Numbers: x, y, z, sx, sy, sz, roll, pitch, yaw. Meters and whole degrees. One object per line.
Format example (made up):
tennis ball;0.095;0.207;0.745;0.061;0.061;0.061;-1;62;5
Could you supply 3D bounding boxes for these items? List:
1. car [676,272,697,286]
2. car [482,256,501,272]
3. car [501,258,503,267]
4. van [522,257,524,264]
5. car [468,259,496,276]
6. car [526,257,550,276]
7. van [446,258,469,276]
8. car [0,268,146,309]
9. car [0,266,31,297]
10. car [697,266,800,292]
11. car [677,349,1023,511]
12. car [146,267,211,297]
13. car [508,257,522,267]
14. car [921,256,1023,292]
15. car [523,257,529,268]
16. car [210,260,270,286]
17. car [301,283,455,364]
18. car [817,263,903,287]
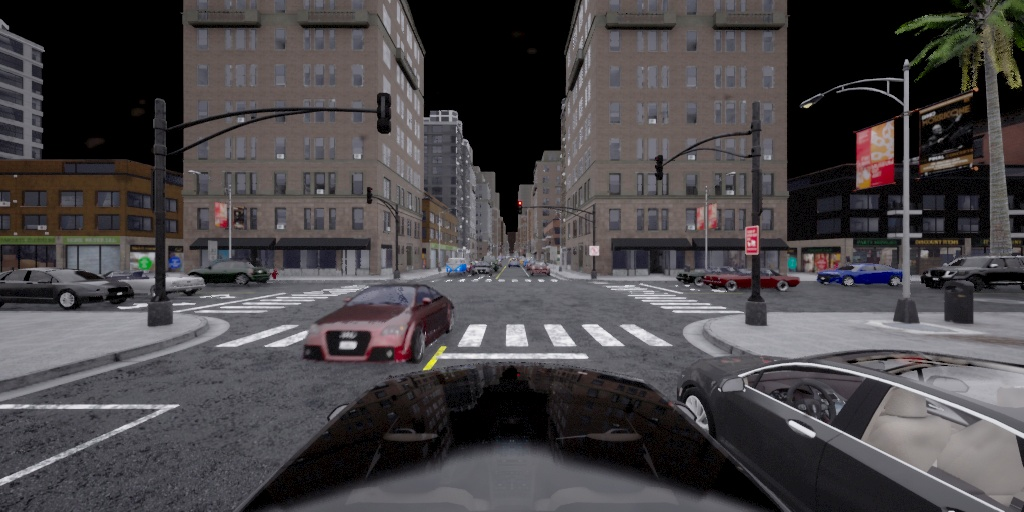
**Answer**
car;13.737;1.365;24.272;4.718;1.301;1.895;0;0;0
car;-2.900;0.975;45.927;2.150;2.045;5.566;0;0;0
car;-2.852;1.354;55.718;1.895;1.301;4.718;0;0;0
van;2.929;1.094;59.620;1.690;1.789;3.998;0;0;0
car;-2.948;1.316;36.619;1.994;1.385;4.181;0;0;0
car;2.822;1.192;36.943;1.967;1.591;4.097;0;0;0
van;-5.704;1.093;36.981;1.690;1.789;3.998;0;0;0
car;-17.937;1.232;14.161;4.892;1.490;1.837;0;0;0
car;-26.883;1.235;17.366;4.674;1.442;1.812;0;0;0
car;13.855;1.370;21.023;4.718;1.301;1.895;0;0;0
car;2.669;1.300;2.293;2.007;1.370;4.403;0;0;0
car;-17.896;1.324;17.410;4.718;1.301;1.895;0;0;0
car;0.374;1.317;63.942;1.994;1.385;4.181;0;0;1
car;27.672;1.011;21.091;5.566;2.045;2.150;0;0;0
car;2.876;1.193;48.281;1.967;1.591;4.097;0;0;0
car;-19.053;1.065;24.105;4.553;1.767;2.097;0;0;0
car;-2.622;1.315;8.010;1.994;1.385;4.181;0;0;4
car;23.577;1.259;24.320;5.008;1.535;1.882;0;0;0
